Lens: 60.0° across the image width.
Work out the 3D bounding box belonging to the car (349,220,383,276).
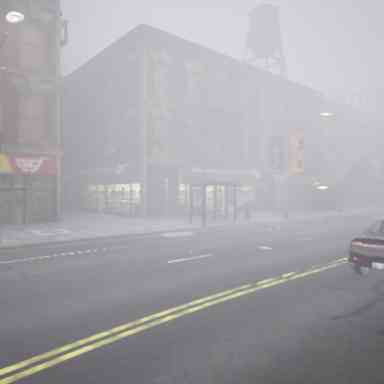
[{"bbox_3d":[6.120,1.487,9.242,4.902,1.511,2.128,0,0,-41],"label":"car"}]
